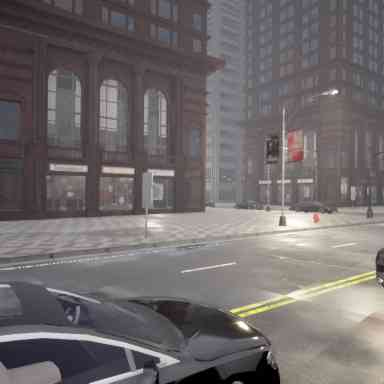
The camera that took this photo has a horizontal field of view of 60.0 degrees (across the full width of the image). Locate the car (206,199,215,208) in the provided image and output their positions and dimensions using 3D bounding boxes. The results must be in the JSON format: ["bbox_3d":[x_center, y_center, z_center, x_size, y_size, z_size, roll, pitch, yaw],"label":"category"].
[{"bbox_3d":[1.679,1.749,53.774,1.882,1.535,5.008,1,-1,-35],"label":"car"}]

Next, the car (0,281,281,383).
[{"bbox_3d":[-1.396,1.492,2.444,4.902,1.511,2.128,0,0,-36],"label":"car"}]

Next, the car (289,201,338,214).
[{"bbox_3d":[13.467,1.725,37.182,2.033,1.411,5.357,1,-1,-35],"label":"car"}]

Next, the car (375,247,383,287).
[{"bbox_3d":[6.218,1.516,7.868,4.892,1.490,1.837,0,0,-35],"label":"car"}]

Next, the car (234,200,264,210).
[{"bbox_3d":[7.709,1.787,45.283,1.994,1.385,4.181,1,-1,-35],"label":"car"}]
